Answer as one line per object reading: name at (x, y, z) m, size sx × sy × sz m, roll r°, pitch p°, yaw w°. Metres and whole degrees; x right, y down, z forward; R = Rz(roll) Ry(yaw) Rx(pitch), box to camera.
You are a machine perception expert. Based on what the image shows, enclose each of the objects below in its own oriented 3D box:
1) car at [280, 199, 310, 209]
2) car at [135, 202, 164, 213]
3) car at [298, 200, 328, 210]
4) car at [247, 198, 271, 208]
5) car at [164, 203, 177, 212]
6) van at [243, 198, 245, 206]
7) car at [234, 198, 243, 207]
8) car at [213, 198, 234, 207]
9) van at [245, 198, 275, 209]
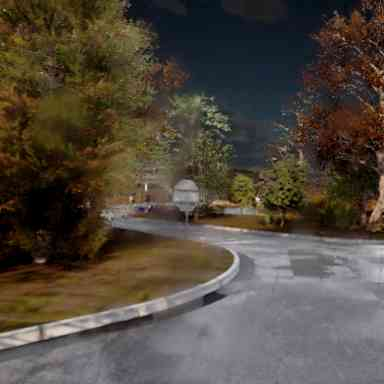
car at (21.930, 2.560, 69.437) m, size 2.435 × 2.045 × 5.566 m, roll 2°, pitch -1°, yaw -36°
car at (-6.547, 2.187, 48.849) m, size 2.185 × 1.767 × 4.553 m, roll 0°, pitch 0°, yaw -36°
car at (26.344, 2.739, 72.650) m, size 2.435 × 2.045 × 5.566 m, roll 2°, pitch -1°, yaw -36°
car at (16.099, 2.613, 80.295) m, size 2.435 × 2.045 × 5.566 m, roll 2°, pitch -1°, yaw -36°
car at (-4.002, 2.365, 50.740) m, size 2.002 × 1.452 × 4.674 m, roll 0°, pitch 0°, yaw -36°
van at (11.133, 2.466, 76.598) m, size 1.878 × 1.987 × 4.442 m, roll 2°, pitch -1°, yaw -36°
car at (8.619, 2.491, 74.889) m, size 2.185 × 1.767 × 4.553 m, roll 1°, pitch -1°, yaw -36°
car at (6.124, 2.554, 73.357) m, size 1.946 × 1.575 × 5.366 m, roll 1°, pitch -1°, yaw -36°
van at (12.817, 2.314, 62.975) m, size 1.878 × 1.987 × 4.442 m, roll 1°, pitch -1°, yaw -36°
